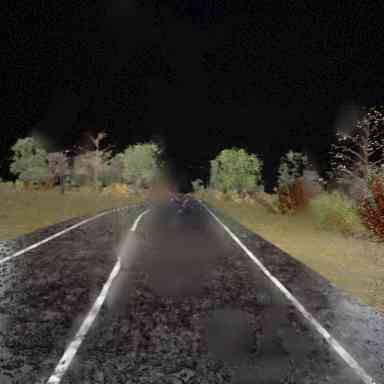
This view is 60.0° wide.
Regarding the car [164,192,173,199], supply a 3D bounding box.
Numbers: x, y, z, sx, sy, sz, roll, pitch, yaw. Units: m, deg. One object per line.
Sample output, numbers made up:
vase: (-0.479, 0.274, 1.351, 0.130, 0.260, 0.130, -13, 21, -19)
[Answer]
car: (-6.691, 1.048, 94.576, 2.150, 2.045, 5.566, 2, 0, 0)
